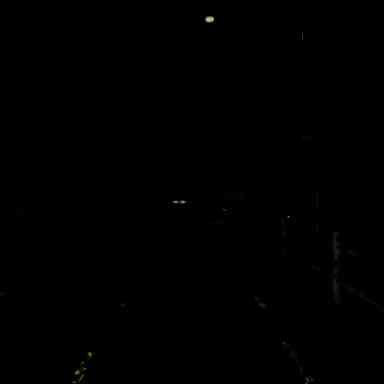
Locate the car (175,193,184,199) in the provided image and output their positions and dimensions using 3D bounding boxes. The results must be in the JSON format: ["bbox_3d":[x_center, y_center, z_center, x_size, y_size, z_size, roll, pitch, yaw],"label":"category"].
[{"bbox_3d":[-2.749,0.901,76.044,1.882,1.535,5.008,0,0,0],"label":"car"}]

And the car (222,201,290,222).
[{"bbox_3d":[4.614,1.442,24.186,4.892,1.490,1.837,0,1,0],"label":"car"}]
